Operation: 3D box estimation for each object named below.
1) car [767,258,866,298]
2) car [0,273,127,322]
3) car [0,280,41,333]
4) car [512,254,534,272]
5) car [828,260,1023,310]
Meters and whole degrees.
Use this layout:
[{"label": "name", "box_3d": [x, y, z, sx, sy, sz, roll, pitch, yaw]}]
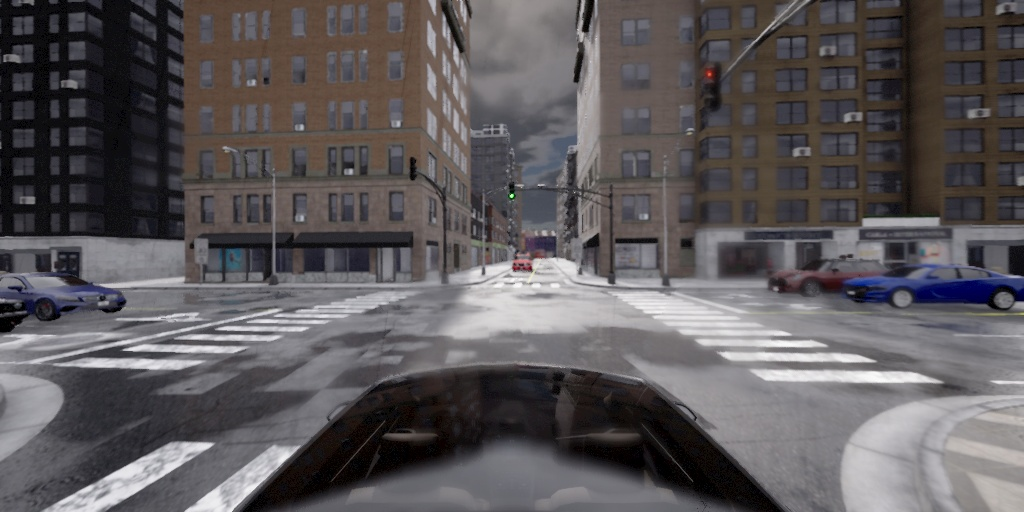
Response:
[{"label": "car", "box_3d": [14.309, 0.920, 16.229, 4.553, 1.767, 2.097, 0, 0, 4]}, {"label": "car", "box_3d": [-15.553, 1.281, 11.863, 4.674, 1.442, 1.812, 0, 0, 6]}, {"label": "car", "box_3d": [-14.701, 1.350, 8.536, 4.718, 1.301, 1.895, 0, 0, 5]}, {"label": "car", "box_3d": [1.239, 0.782, 40.264, 2.150, 2.045, 5.566, 0, 2, 5]}, {"label": "car", "box_3d": [14.932, 1.041, 12.921, 5.008, 1.535, 1.882, -1, 0, 5]}]
